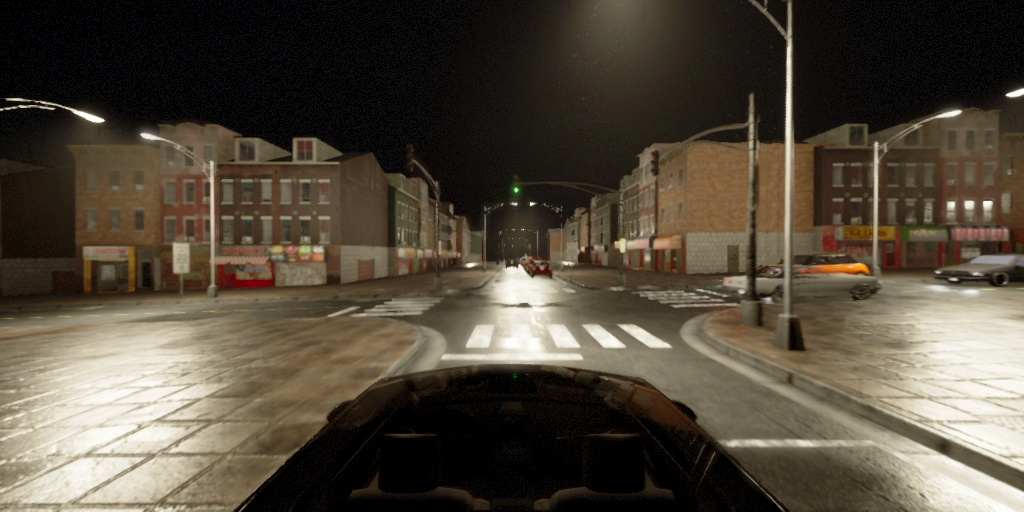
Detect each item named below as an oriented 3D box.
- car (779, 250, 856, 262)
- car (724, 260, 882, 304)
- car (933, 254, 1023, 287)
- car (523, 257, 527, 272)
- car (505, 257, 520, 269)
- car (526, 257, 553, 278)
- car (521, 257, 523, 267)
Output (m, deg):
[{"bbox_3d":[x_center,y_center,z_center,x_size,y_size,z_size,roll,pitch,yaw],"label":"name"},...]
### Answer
[{"bbox_3d":[13.358,0.661,16.406,4.553,1.767,2.097,-1,0,0],"label":"car"},{"bbox_3d":[10.808,0.999,13.489,4.718,1.301,1.895,-1,0,-1],"label":"car"},{"bbox_3d":[22.845,0.610,16.425,5.357,1.411,2.033,-1,0,0],"label":"car"},{"bbox_3d":[2.641,1.048,38.645,2.192,1.841,5.009,0,0,0],"label":"car"},{"bbox_3d":[0.006,1.109,58.272,2.097,1.767,4.553,0,0,0],"label":"car"},{"bbox_3d":[2.641,1.170,33.244,1.967,1.591,4.097,0,0,0],"label":"car"},{"bbox_3d":[2.642,1.052,44.048,2.192,1.841,5.009,0,0,0],"label":"car"}]
